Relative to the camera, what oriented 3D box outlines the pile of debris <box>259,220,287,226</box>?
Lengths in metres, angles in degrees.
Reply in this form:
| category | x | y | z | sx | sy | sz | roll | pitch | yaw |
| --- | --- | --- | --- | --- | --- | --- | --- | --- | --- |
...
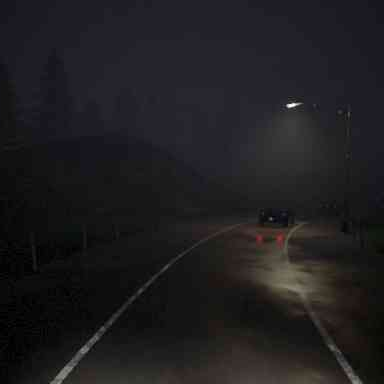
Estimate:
| category | x | y | z | sx | sy | sz | roll | pitch | yaw |
| --- | --- | --- | --- | --- | --- | --- | --- | --- | --- |
| pile of debris | 5.724 | 2.149 | 23.359 | 1.500 | 0.140 | 1.860 | 2 | 1 | 26 |

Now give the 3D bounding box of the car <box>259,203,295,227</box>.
| category | x | y | z | sx | sy | sz | roll | pitch | yaw |
| --- | --- | --- | --- | --- | --- | --- | --- | --- | --- |
| car | 5.933 | 1.505 | 22.952 | 1.812 | 1.442 | 4.674 | 2 | 1 | 25 |

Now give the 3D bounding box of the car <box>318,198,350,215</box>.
| category | x | y | z | sx | sy | sz | roll | pitch | yaw |
| --- | --- | --- | --- | --- | --- | --- | --- | --- | --- |
| car | 15.938 | 1.555 | 37.101 | 2.097 | 1.767 | 4.553 | 5 | 2 | 43 |
